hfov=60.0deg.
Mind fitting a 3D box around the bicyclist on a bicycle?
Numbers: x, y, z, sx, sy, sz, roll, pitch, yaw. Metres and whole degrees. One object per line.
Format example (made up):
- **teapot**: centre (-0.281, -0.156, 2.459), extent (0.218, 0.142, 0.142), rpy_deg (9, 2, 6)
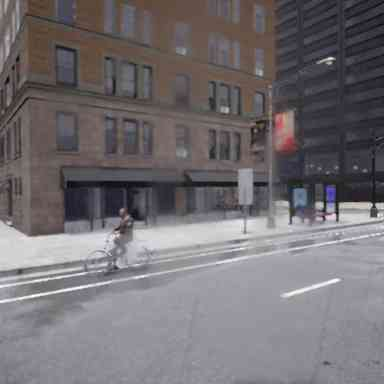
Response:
- **bicyclist on a bicycle**: centre (-1.982, 1.321, 8.892), extent (1.843, 1.776, 0.659), rpy_deg (-1, 1, -35)
